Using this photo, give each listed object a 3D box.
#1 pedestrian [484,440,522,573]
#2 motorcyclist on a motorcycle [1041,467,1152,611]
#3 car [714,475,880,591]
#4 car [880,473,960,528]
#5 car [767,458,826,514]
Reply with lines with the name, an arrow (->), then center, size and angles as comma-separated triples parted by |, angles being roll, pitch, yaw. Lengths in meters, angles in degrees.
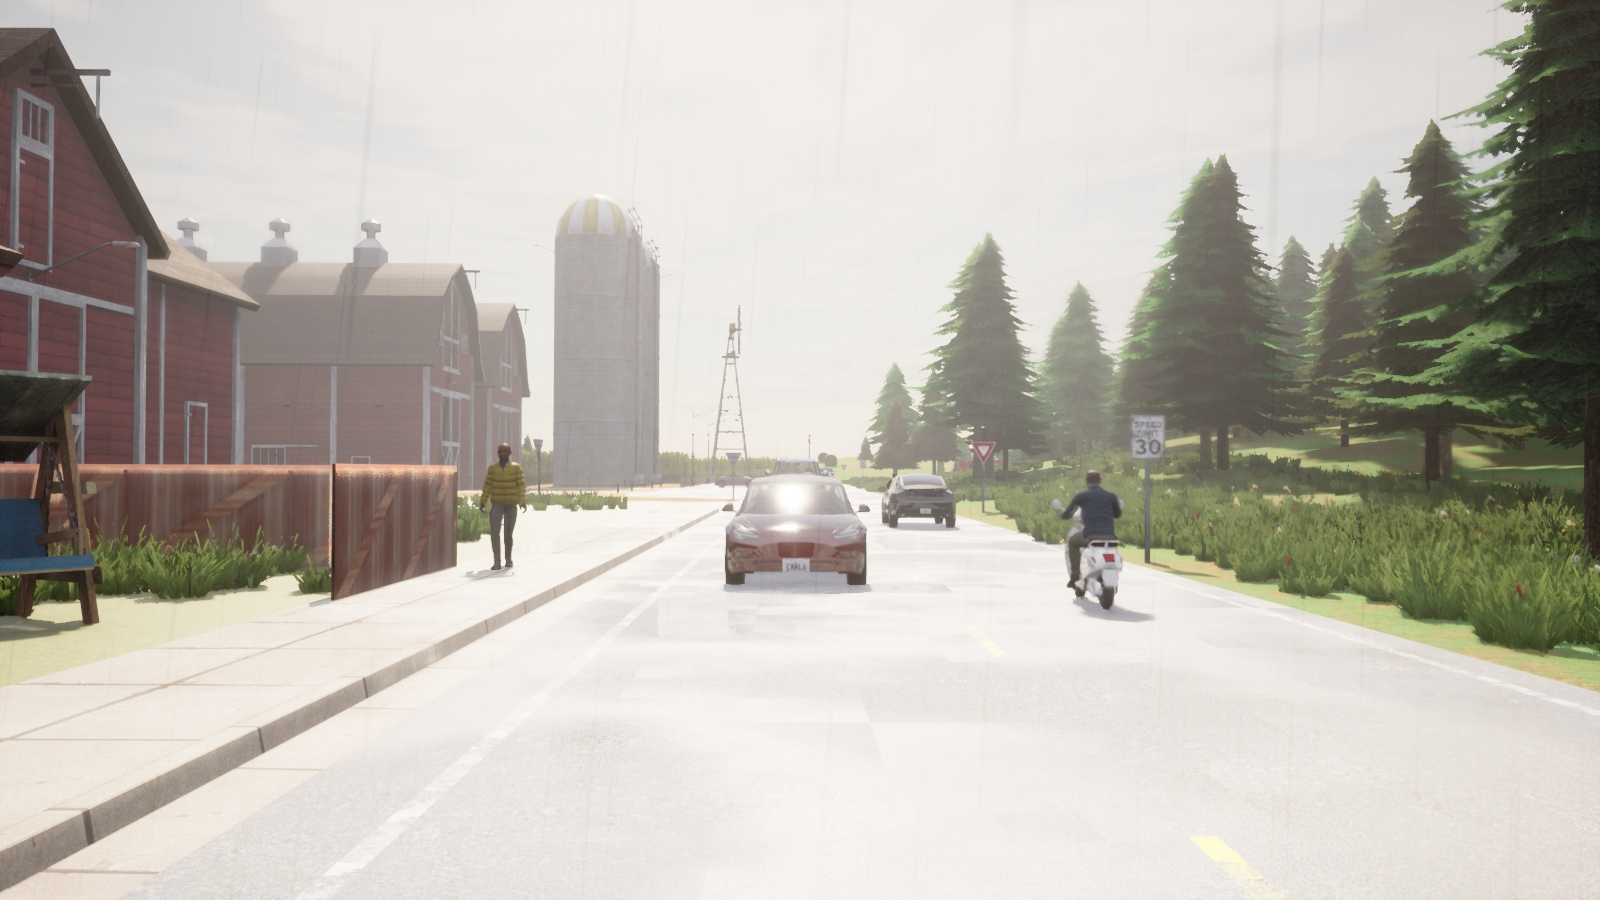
pedestrian -> -4.195, 0.785, 17.752 | 0.370, 1.835, 0.726 | 0, -1, -1
motorcyclist on a motorcycle -> 3.462, 1.003, 14.836 | 0.866, 1.590, 1.817 | 0, -1, 0
car -> -0.048, 1.129, 18.758 | 2.163, 1.488, 4.792 | 0, -1, 0
car -> 3.408, 1.417, 36.437 | 1.837, 1.490, 4.892 | 0, -1, 0
car -> -0.118, 1.333, 48.644 | 2.150, 2.045, 5.566 | 0, 0, 0
